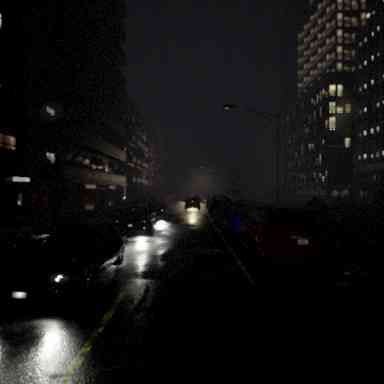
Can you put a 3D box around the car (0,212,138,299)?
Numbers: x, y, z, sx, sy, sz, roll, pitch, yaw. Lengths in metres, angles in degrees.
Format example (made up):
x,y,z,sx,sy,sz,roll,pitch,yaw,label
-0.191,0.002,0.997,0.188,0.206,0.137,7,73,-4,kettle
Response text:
x,y,z,sx,sy,sz,roll,pitch,yaw,label
-3.077,1.512,8.807,2.033,1.411,5.357,0,0,3,car

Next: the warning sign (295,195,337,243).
x,y,z,sx,sy,sz,roll,pitch,yaw,label
5.058,1.081,13.671,1.300,1.860,1.060,0,0,0,warning sign

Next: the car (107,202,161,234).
x,y,z,sx,sy,sz,roll,pitch,yaw,label
-3.116,1.502,18.777,1.994,1.385,4.181,0,0,0,car

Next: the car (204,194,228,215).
x,y,z,sx,sy,sz,roll,pitch,yaw,label
2.648,1.234,32.518,2.192,1.841,5.009,0,0,0,car

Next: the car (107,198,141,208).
x,y,z,sx,sy,sz,roll,pitch,yaw,label
-5.725,1.466,26.982,2.008,1.369,4.403,0,0,0,car

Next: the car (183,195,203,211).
x,y,z,sx,sy,sz,roll,pitch,yaw,label
0.057,1.406,39.497,1.837,1.490,4.892,0,0,0,car

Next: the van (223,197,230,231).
x,y,z,sx,sy,sz,roll,pitch,yaw,label
2.668,1.297,15.938,1.690,1.788,3.998,0,0,0,van

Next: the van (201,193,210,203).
x,y,z,sx,sy,sz,roll,pitch,yaw,label
2.609,1.205,65.677,1.690,1.788,3.998,0,0,0,van

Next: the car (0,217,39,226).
x,y,z,sx,sy,sz,roll,pitch,yaw,label
-5.704,1.505,10.403,2.008,1.369,4.403,0,0,0,car

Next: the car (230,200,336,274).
x,y,z,sx,sy,sz,roll,pitch,yaw,label
2.675,1.285,10.412,2.192,1.841,5.009,0,0,0,car

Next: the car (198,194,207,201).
x,y,z,sx,sy,sz,roll,pitch,yaw,label
2.589,1.287,82.258,1.967,1.590,4.097,0,0,0,car

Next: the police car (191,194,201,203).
x,y,z,sx,sy,sz,roll,pitch,yaw,label
0.821,1.282,68.784,1.930,1.638,5.238,0,0,0,police car

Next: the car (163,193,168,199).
x,y,z,sx,sy,sz,roll,pitch,yaw,label
-5.764,1.381,59.972,1.752,1.417,4.829,0,0,0,car

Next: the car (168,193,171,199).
x,y,z,sx,sy,sz,roll,pitch,yaw,label
-5.771,1.393,65.668,1.887,1.381,4.507,0,0,0,car

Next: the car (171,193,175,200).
x,y,z,sx,sy,sz,roll,pitch,yaw,label
-5.791,1.376,82.249,1.887,1.381,4.507,0,0,0,car

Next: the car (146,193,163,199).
x,y,z,sx,sy,sz,roll,pitch,yaw,label
-5.752,1.313,49.089,1.967,1.590,4.097,0,0,0,car

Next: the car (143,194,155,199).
x,y,z,sx,sy,sz,roll,pitch,yaw,label
-5.738,1.334,38.035,1.967,1.590,4.097,0,0,0,car

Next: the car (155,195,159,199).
x,y,z,sx,sy,sz,roll,pitch,yaw,label
-5.745,1.465,43.563,1.802,1.307,4.206,0,0,0,car

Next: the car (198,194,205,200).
x,y,z,sx,sy,sz,roll,pitch,yaw,label
2.582,1.368,87.955,1.752,1.417,4.829,0,0,0,car

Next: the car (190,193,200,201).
x,y,z,sx,sy,sz,roll,pitch,yaw,label
0.670,1.198,78.687,2.097,1.767,4.553,0,0,3,car

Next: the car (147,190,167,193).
x,y,z,sx,sy,sz,roll,pitch,yaw,label
-8.832,0.491,81.127,2.150,2.045,5.566,4,21,46,car

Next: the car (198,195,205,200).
x,y,z,sx,sy,sz,roll,pitch,yaw,label
2.576,1.421,93.312,1.802,1.307,4.206,0,0,0,car

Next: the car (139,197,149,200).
x,y,z,sx,sy,sz,roll,pitch,yaw,label
-5.731,1.449,32.508,1.887,1.381,4.507,0,0,0,car

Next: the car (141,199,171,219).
x,y,z,sx,sy,sz,roll,pitch,yaw,label
-3.111,1.517,28.788,1.895,1.301,4.718,0,0,0,car
